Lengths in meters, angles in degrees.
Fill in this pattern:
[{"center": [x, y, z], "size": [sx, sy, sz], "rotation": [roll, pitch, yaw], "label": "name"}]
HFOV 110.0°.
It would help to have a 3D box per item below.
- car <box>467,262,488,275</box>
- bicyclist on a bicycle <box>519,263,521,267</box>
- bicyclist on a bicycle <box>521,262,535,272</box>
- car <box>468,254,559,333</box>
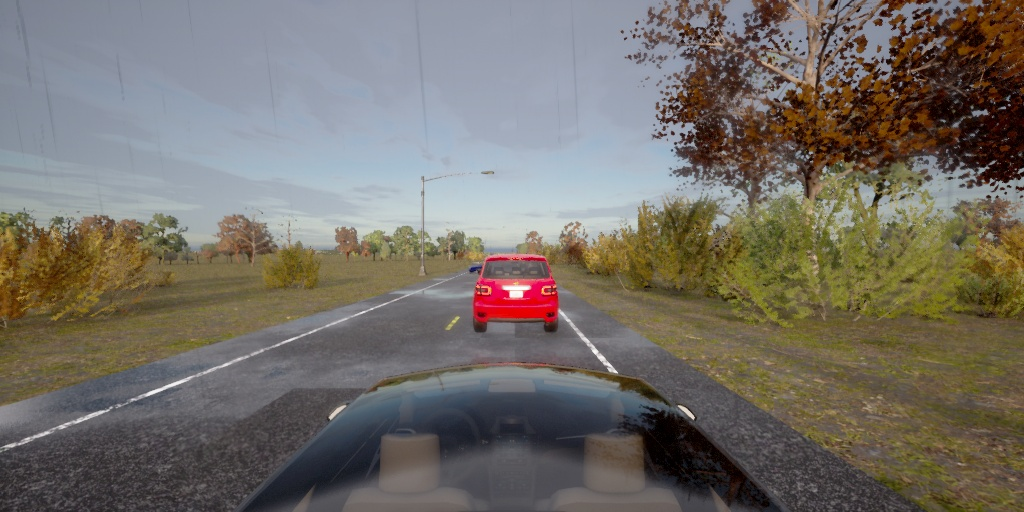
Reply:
[{"center": [-3.747, 1.338, 39.796], "size": [1.895, 1.301, 4.718], "rotation": [0, 0, 0], "label": "car"}, {"center": [0.891, 1.110, 28.634], "size": [0.659, 1.776, 1.843], "rotation": [0, 0, 0], "label": "bicyclist on a bicycle"}, {"center": [0.935, 1.114, 18.621], "size": [0.659, 1.776, 1.843], "rotation": [0, 0, 0], "label": "bicyclist on a bicycle"}, {"center": [0.087, 0.968, 10.915], "size": [2.150, 2.045, 5.566], "rotation": [0, 0, 0], "label": "car"}]
